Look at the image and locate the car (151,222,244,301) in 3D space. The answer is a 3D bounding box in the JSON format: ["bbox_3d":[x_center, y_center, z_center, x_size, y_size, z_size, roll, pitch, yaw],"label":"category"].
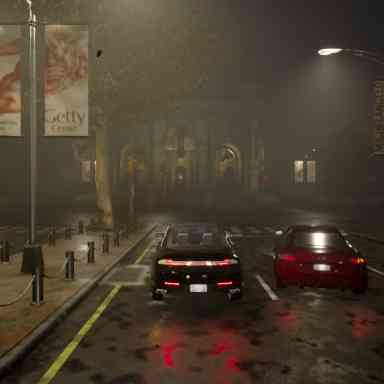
[{"bbox_3d":[0.078,1.492,8.322,2.128,1.511,4.902,0,0,-1],"label":"car"}]

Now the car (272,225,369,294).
[{"bbox_3d":[3.250,1.564,8.974,1.994,1.385,4.181,0,0,14],"label":"car"}]
